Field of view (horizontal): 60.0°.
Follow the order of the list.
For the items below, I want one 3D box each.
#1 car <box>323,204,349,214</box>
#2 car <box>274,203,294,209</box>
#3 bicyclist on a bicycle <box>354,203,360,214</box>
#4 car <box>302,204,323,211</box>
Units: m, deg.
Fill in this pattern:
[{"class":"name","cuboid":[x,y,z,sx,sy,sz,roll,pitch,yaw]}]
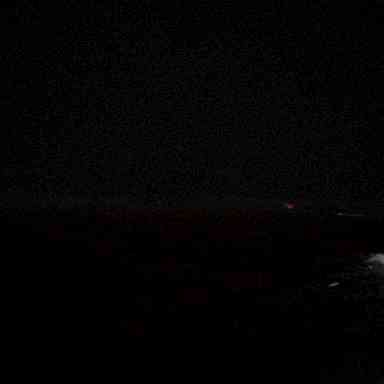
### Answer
[{"class":"car","cuboid":[23.524,2.686,53.806,1.882,1.535,5.008,3,-1,-1]},{"class":"car","cuboid":[21.472,3.335,77.909,1.895,1.301,4.718,4,-2,-27]},{"class":"bicyclist on a bicycle","cuboid":[27.359,2.781,55.171,0.659,1.776,1.843,2,-1,-2]},{"class":"car","cuboid":[24.682,3.215,68.292,1.895,1.301,4.718,3,-2,-18]}]
